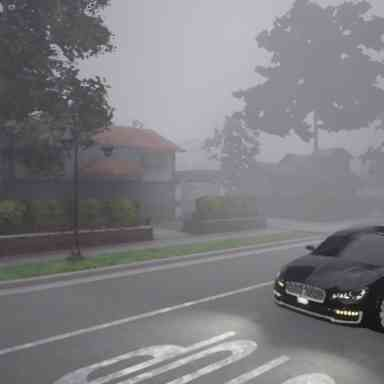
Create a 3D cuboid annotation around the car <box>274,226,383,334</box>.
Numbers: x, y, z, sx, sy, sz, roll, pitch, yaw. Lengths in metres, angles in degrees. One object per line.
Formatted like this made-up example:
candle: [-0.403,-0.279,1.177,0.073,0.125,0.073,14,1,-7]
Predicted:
car: [3.729,1.514,6.901,4.892,1.490,1.837,0,0,-37]
